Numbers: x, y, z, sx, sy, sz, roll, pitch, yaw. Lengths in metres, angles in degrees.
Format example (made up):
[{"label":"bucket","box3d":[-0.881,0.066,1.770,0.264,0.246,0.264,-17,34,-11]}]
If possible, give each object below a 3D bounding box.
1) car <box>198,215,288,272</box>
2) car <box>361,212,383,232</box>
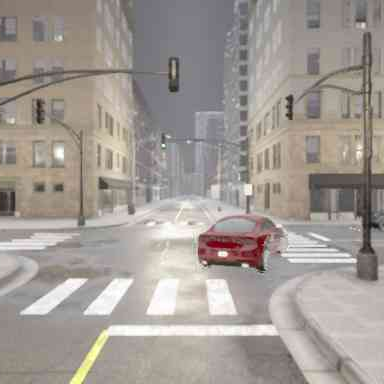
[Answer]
[{"label":"car","box3d":[1.859,1.503,11.178,1.882,1.535,5.008,-1,0,25]},{"label":"car","box3d":[12.376,1.590,19.691,4.313,1.339,1.947,0,0,0]}]
